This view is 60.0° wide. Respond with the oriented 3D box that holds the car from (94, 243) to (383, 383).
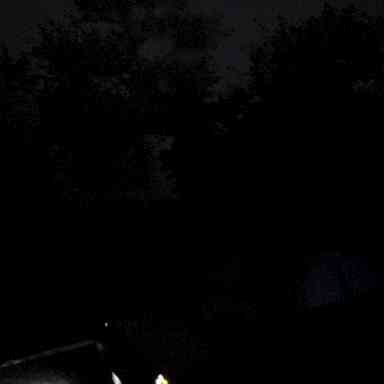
[{"bbox_3d":[1.459,1.528,4.853,5.357,1.411,2.033,0,0,-33],"label":"car"}]
